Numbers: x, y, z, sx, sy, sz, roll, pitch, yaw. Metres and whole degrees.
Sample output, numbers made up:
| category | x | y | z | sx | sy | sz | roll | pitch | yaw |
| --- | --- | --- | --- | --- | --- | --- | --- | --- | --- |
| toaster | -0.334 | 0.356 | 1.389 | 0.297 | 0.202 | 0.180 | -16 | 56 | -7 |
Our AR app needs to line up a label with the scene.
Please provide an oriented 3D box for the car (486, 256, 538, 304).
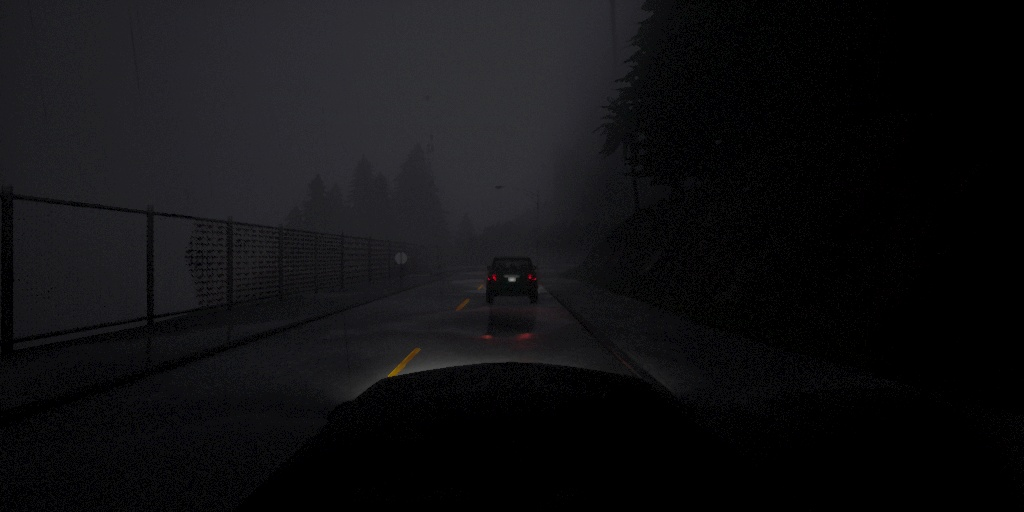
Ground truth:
| category | x | y | z | sx | sy | sz | roll | pitch | yaw |
| --- | --- | --- | --- | --- | --- | --- | --- | --- | --- |
| car | 0.000 | 1.008 | 16.530 | 2.150 | 2.045 | 5.566 | 0 | 0 | 0 |
